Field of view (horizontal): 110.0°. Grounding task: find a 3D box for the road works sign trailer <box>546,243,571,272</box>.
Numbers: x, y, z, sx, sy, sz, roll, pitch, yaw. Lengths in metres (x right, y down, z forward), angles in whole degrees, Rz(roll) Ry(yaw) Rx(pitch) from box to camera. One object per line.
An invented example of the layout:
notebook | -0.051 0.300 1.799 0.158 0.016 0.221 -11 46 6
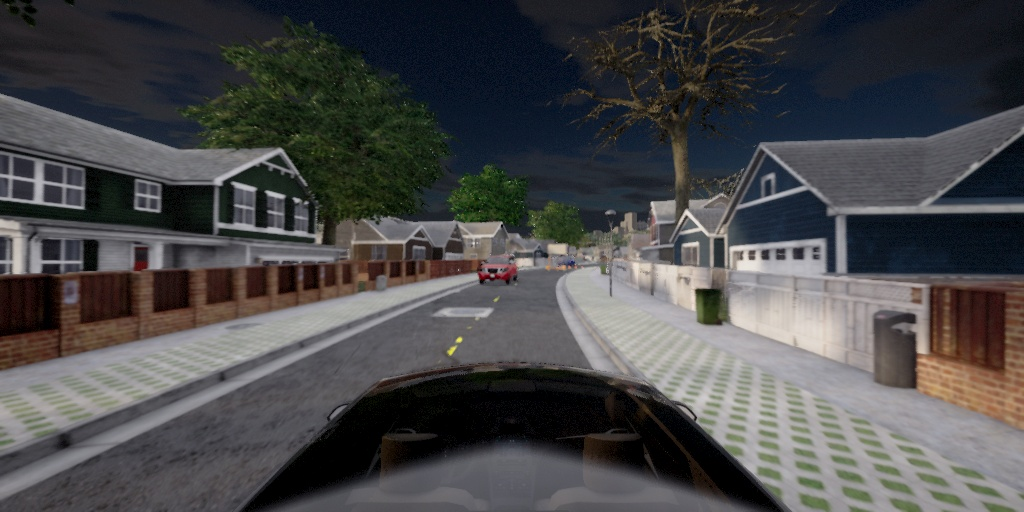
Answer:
road works sign trailer | 5.621 0.204 44.734 2.380 3.560 2.880 0 0 17

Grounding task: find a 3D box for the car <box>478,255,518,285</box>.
car | -0.901 0.945 26.551 2.150 2.045 5.566 0 0 9

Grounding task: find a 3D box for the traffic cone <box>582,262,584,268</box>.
traffic cone | 11.088 1.717 56.669 0.340 0.580 0.340 0 0 17

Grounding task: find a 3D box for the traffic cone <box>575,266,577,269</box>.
traffic cone | 10.130 1.719 56.955 0.340 0.580 0.340 0 0 17
